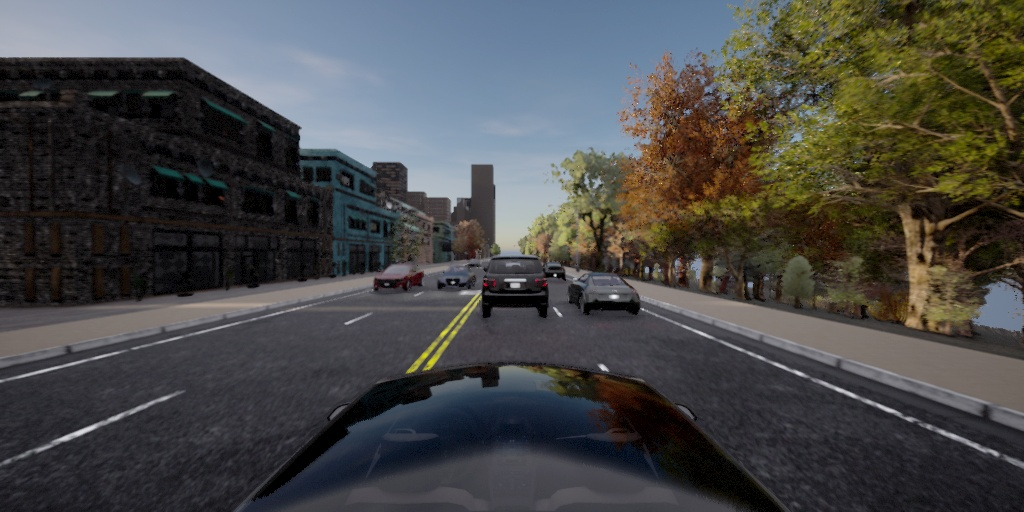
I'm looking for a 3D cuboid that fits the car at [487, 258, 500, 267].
[{"bbox_3d":[-3.294,1.197,64.567,1.882,1.535,5.008,0,0,1],"label":"car"}]

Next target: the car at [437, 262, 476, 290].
[{"bbox_3d":[-3.355,1.304,22.316,1.994,1.385,4.181,0,0,0],"label":"car"}]

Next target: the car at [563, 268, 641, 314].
[{"bbox_3d":[3.349,1.309,13.754,1.994,1.385,4.181,0,0,0],"label":"car"}]

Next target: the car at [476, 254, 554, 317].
[{"bbox_3d":[0.098,0.967,13.355,2.150,2.045,5.566,0,0,0],"label":"car"}]

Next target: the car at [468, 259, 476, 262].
[{"bbox_3d":[-6.548,1.223,62.669,1.837,1.490,4.892,0,0,1],"label":"car"}]

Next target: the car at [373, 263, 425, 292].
[{"bbox_3d":[-6.604,1.218,21.429,1.882,1.535,5.008,0,0,0],"label":"car"}]

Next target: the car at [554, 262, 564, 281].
[{"bbox_3d":[3.343,1.243,30.163,1.837,1.490,4.892,0,0,0],"label":"car"}]
